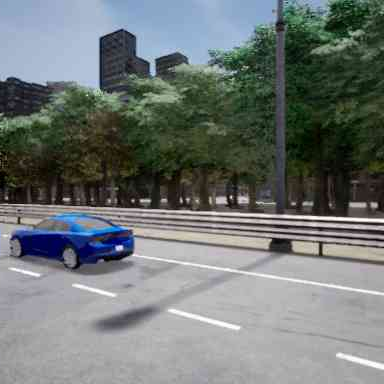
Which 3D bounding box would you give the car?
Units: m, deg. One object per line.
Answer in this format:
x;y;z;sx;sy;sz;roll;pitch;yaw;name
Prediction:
-4.123;1.496;11.111;5.008;1.535;1.882;0;0;36;car
